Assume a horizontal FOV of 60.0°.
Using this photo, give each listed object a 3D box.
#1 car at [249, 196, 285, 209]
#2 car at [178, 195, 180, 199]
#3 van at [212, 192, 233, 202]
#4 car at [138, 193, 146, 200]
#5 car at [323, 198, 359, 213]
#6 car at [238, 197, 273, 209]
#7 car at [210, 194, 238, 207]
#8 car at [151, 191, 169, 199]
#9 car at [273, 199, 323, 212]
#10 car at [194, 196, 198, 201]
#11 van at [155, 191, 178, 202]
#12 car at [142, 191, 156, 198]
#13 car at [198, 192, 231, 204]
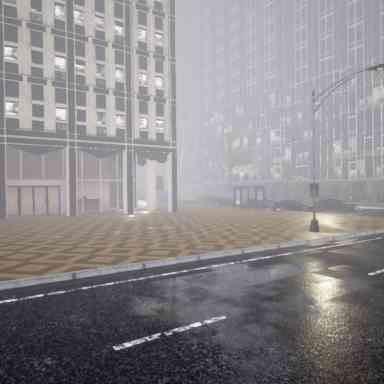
[{"bbox_3d":[9.615,1.316,42.785,1.994,1.385,4.181,-1,1,-35],"label":"car"},{"bbox_3d":[-4.285,0.935,73.227,1.802,1.307,4.206,0,1,-35],"label":"car"},{"bbox_3d":[5.377,0.855,59.175,1.690,1.788,3.998,0,1,-35],"label":"van"},{"bbox_3d":[-11.190,1.038,68.478,2.008,1.369,4.403,0,1,-35],"label":"car"},{"bbox_3d":[15.009,1.364,34.946,1.812,1.442,4.674,-1,1,-34],"label":"car"},{"bbox_3d":[8.044,1.388,40.321,1.802,1.307,4.206,0,1,-35],"label":"car"},{"bbox_3d":[4.871,1.319,45.036,1.947,1.339,4.313,0,1,-35],"label":"car"},{"bbox_3d":[-7.507,0.614,77.906,2.192,1.841,5.009,0,1,-35],"label":"car"},{"bbox_3d":[11.251,1.423,35.626,1.947,1.339,4.313,0,1,-35],"label":"car"},{"bbox_3d":[2.157,1.042,63.861,1.802,1.307,4.206,0,1,-35],"label":"car"},{"bbox_3d":[-4.747,0.936,59.110,1.690,1.788,3.998,0,1,-35],"label":"van"},{"bbox_3d":[-10.728,0.685,82.590,1.967,1.590,4.097,0,1,-35],"label":"car"},{"bbox_3d":[3.728,1.205,51.362,2.033,1.411,5.357,-1,1,-34],"label":"car"}]
